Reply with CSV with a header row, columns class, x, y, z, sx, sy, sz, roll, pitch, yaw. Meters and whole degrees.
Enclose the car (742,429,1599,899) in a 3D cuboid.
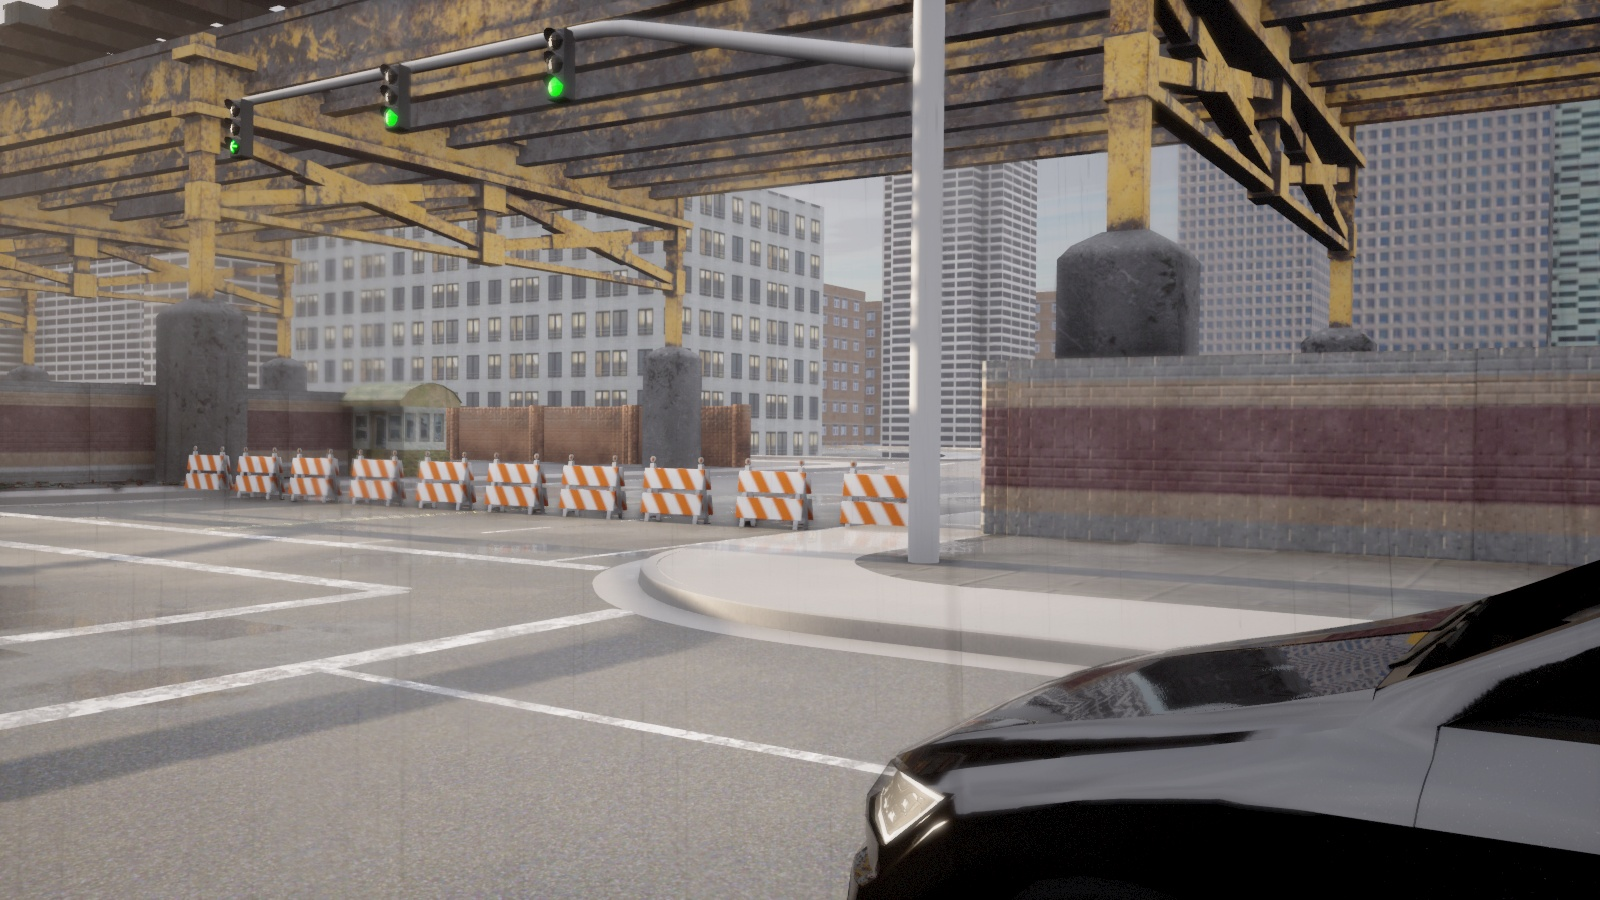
class,x,y,z,sx,sy,sz,roll,pitch,yaw
car,2.136,0.696,2.204,4.193,1.474,1.816,0,1,34
